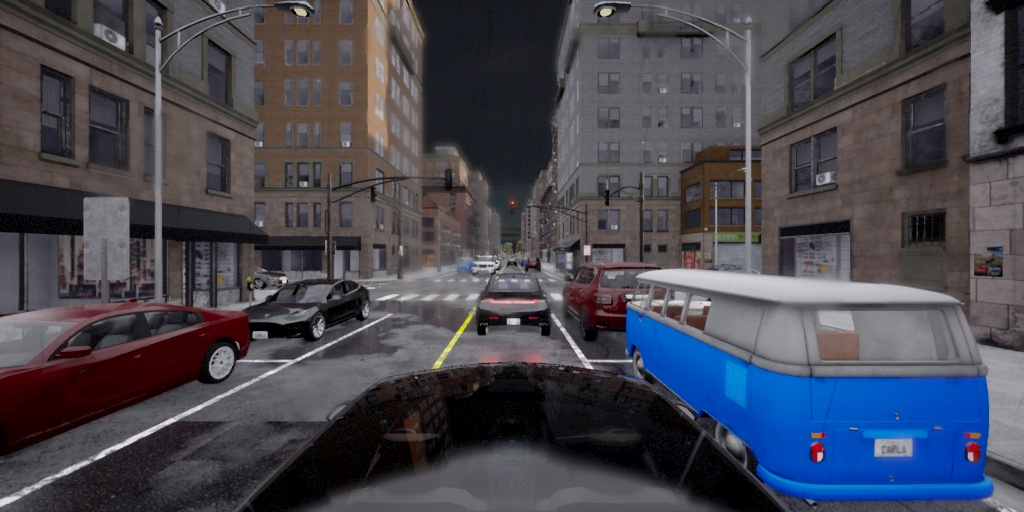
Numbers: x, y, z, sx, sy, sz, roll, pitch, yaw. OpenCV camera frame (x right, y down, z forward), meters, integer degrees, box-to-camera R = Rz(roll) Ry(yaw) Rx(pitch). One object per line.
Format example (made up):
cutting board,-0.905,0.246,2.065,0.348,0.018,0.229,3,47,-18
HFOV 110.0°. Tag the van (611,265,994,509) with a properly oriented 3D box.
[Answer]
van,2.643,1.090,4.331,1.690,1.789,3.998,0,0,0

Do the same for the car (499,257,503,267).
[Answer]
car,-2.828,0.962,49.895,2.150,2.045,5.566,0,0,0

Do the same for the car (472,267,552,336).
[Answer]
car,0.053,1.240,10.383,2.128,1.511,4.902,0,0,0

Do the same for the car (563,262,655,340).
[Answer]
car,2.645,1.064,9.843,2.192,1.841,5.009,0,0,0

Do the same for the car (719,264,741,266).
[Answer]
car,14.666,1.239,24.711,4.181,1.385,1.994,0,0,0

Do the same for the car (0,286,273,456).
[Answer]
car,-5.382,1.295,4.334,1.888,1.381,4.507,0,0,0

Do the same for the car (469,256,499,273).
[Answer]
car,-2.837,0.964,37.510,2.150,2.045,5.566,0,0,0

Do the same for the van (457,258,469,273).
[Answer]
van,-5.391,1.082,41.809,1.690,1.789,3.998,0,0,0

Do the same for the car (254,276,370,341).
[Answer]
car,-5.380,1.315,9.845,1.948,1.339,4.313,0,0,0

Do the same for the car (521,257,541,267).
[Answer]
car,2.724,1.054,47.214,2.192,1.841,5.009,0,0,0

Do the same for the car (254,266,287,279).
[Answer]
car,-16.235,1.303,21.719,4.902,1.511,2.128,0,0,0

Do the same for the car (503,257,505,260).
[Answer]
car,-2.798,1.223,62.173,2.128,1.511,4.902,0,0,0
